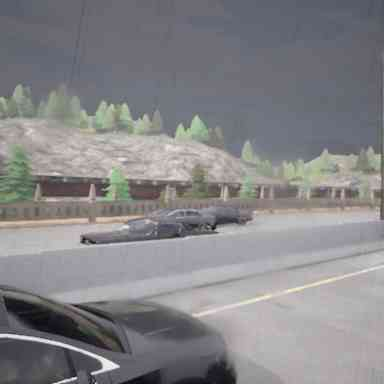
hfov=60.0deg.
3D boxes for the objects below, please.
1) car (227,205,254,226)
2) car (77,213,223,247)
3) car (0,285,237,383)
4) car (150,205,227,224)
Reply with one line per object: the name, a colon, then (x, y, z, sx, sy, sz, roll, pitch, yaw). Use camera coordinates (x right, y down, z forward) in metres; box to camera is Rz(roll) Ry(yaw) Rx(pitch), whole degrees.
car: (1.801, 1.590, 22.473, 5.357, 1.411, 2.033, 0, 0, -35)
car: (-1.436, 1.617, 11.566, 4.718, 1.301, 1.895, 0, 0, -35)
car: (-1.822, 1.505, 2.447, 4.892, 1.490, 1.837, 0, 0, -36)
car: (-0.974, 1.518, 16.193, 4.902, 1.511, 2.128, 0, 0, -35)
